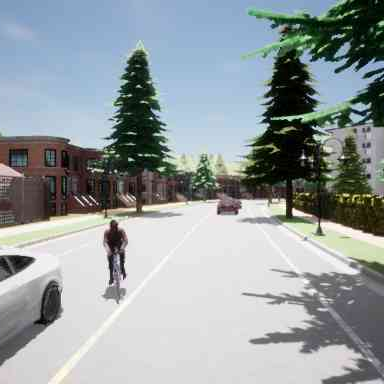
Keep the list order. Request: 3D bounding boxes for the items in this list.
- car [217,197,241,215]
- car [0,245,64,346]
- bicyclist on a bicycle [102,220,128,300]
[{"bbox_3d":[3.811,1.352,34.849,2.097,1.767,4.553,0,0,9],"label":"car"},{"bbox_3d":[-3.367,1.525,4.450,1.812,1.442,4.674,0,0,3],"label":"car"},{"bbox_3d":[-1.690,1.420,7.363,0.582,1.620,1.656,-4,4,-15],"label":"bicyclist on a bicycle"}]
